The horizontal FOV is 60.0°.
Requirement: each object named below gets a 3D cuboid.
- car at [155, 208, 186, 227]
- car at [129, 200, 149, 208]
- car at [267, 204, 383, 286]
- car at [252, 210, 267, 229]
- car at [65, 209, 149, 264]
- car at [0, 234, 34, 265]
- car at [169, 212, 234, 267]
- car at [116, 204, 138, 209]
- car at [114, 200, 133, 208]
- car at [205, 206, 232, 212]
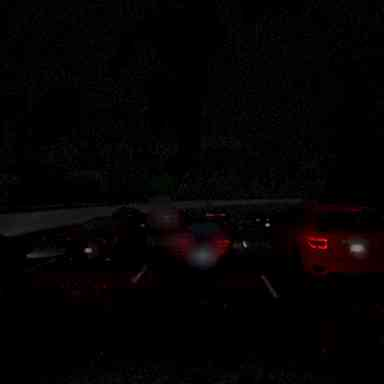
[{"bbox_3d":[-1.474,1.902,25.943,1.994,1.385,4.181,0,-1,9],"label":"car"},{"bbox_3d":[-10.229,2.310,64.576,1.882,1.535,5.008,0,-1,18],"label":"car"},{"bbox_3d":[3.862,1.357,10.046,2.150,2.045,5.566,0,0,4],"label":"car"},{"bbox_3d":[5.334,1.920,24.232,1.895,1.301,4.718,0,-1,9],"label":"car"},{"bbox_3d":[-2.940,1.641,12.575,1.882,1.535,5.008,0,0,5],"label":"car"},{"bbox_3d":[-6.713,1.668,9.421,2.033,1.411,5.357,0,-1,4],"label":"car"},{"bbox_3d":[0.514,1.682,11.916,1.812,1.442,4.674,0,-1,5],"label":"car"},{"bbox_3d":[-4.968,1.904,26.247,1.994,1.385,4.181,0,-1,9],"label":"car"},{"bbox_3d":[-13.515,2.404,65.799,1.994,1.385,4.181,0,-1,18],"label":"car"},{"bbox_3d":[1.956,1.822,25.252,2.128,1.511,4.902,0,-1,9],"label":"car"}]
